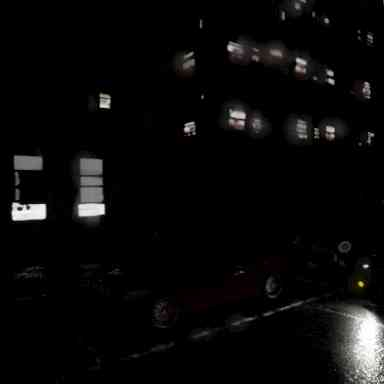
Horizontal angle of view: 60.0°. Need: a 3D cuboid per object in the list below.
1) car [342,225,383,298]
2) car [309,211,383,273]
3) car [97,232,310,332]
[{"bbox_3d":[5.411,1.521,7.240,4.181,1.385,1.994,0,0,-36],"label":"car"},{"bbox_3d":[4.805,1.392,9.962,4.097,1.590,1.967,0,-1,-35],"label":"car"},{"bbox_3d":[0.246,1.562,6.707,4.206,1.307,1.802,0,-1,-35],"label":"car"}]
